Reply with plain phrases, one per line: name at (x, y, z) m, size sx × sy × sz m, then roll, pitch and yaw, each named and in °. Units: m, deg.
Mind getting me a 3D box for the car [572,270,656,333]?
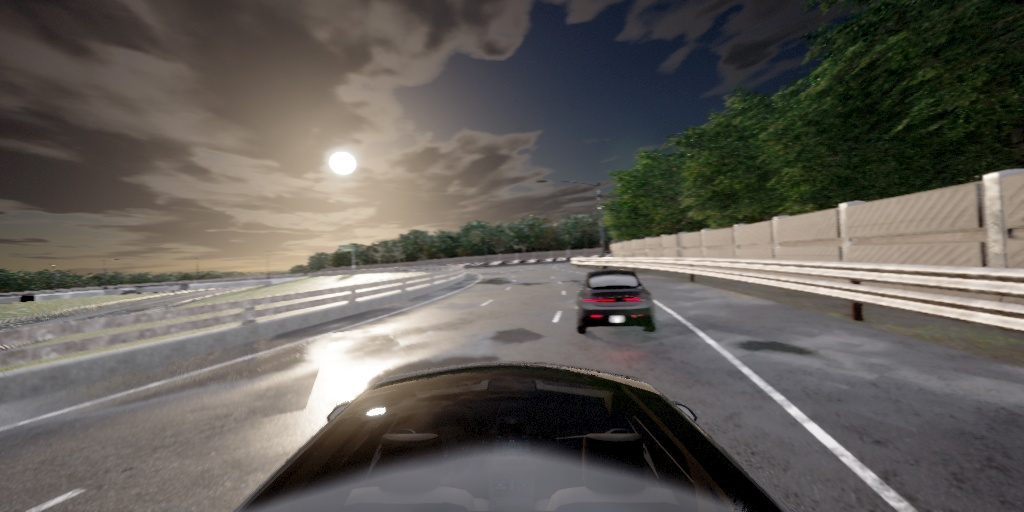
car at (2.813, 1.132, 10.268) m, size 1.837 × 1.490 × 4.892 m, roll -3°, pitch 0°, yaw 12°
